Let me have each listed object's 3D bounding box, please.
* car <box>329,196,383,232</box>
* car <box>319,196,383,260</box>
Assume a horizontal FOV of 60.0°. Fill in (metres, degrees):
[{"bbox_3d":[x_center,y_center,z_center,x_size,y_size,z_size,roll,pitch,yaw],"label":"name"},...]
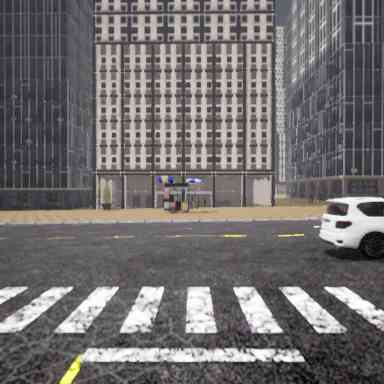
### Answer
[{"bbox_3d":[10.247,1.159,18.311,4.553,1.767,2.097,-1,1,1],"label":"car"},{"bbox_3d":[7.446,1.167,11.754,5.566,2.045,2.150,-2,0,1],"label":"car"}]
